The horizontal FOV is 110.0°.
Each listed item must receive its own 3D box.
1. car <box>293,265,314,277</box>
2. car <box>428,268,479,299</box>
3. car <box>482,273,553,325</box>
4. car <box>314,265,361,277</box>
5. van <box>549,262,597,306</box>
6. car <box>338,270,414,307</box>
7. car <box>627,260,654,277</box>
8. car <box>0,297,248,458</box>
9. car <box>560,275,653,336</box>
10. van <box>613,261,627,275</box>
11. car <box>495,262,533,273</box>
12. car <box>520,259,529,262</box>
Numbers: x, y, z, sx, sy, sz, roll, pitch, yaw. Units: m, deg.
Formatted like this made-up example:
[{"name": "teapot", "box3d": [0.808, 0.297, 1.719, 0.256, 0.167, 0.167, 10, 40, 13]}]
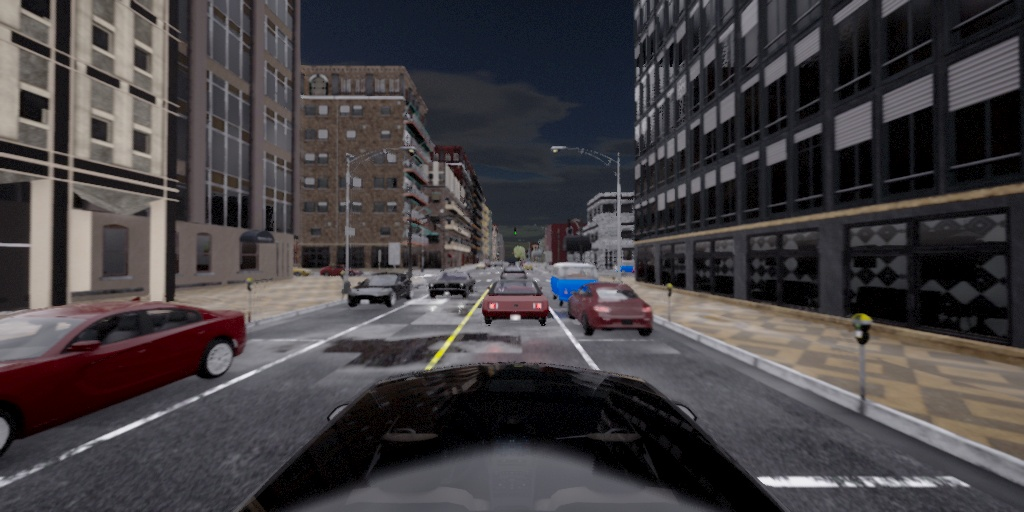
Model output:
[{"name": "car", "box3d": [-22.958, 1.460, 36.815, 4.829, 1.417, 1.751, 0, 0, 0]}, {"name": "car", "box3d": [-3.080, 1.473, 19.128, 1.895, 1.301, 4.718, 0, 0, 0]}, {"name": "car", "box3d": [0.100, 1.423, 12.097, 1.895, 1.301, 4.718, 0, 0, 0]}, {"name": "car", "box3d": [-17.465, 1.527, 36.827, 4.207, 1.307, 1.802, 0, 0, 0]}, {"name": "van", "box3d": [2.658, 1.191, 16.019, 1.690, 1.789, 3.998, 0, 0, 0]}, {"name": "car", "box3d": [-5.690, 1.416, 16.046, 1.948, 1.339, 4.313, 0, 0, 0]}, {"name": "car", "box3d": [14.921, 1.349, 36.902, 5.009, 1.841, 2.192, 0, 0, 0]}, {"name": "car", "box3d": [-5.691, 1.316, 4.669, 1.888, 1.381, 4.507, 0, 0, 0]}, {"name": "car", "box3d": [2.658, 1.392, 10.330, 1.802, 1.307, 4.207, 0, 0, 0]}, {"name": "van", "box3d": [14.899, 1.475, 45.282, 3.998, 1.789, 1.690, 0, 0, 0]}, {"name": "car", "box3d": [0.102, 1.411, 25.631, 2.128, 1.511, 4.902, 0, 0, 0]}, {"name": "car", "box3d": [2.694, 1.718, 60.974, 1.751, 1.417, 4.829, 0, 0, 0]}]
